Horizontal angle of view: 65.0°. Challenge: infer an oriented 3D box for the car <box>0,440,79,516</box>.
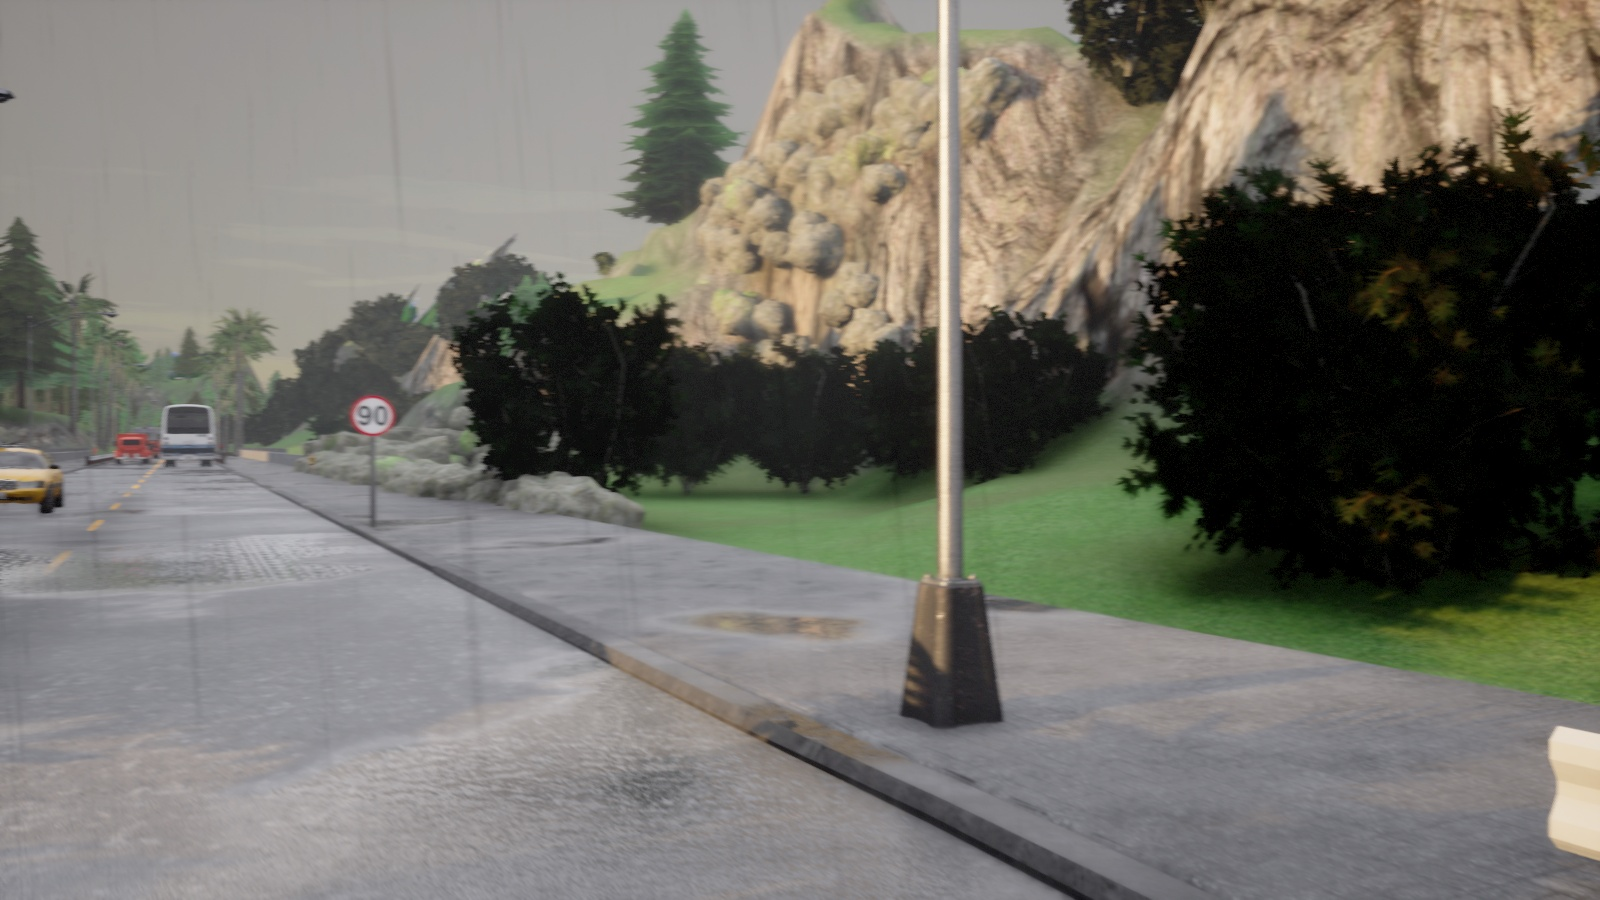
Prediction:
[{"bbox_3d":[-17.670,0.566,28.614,1.801,1.575,5.366,0,0,-26],"label":"car"}]
